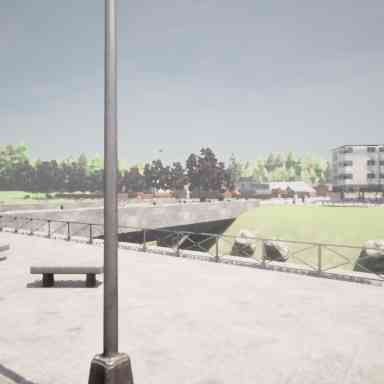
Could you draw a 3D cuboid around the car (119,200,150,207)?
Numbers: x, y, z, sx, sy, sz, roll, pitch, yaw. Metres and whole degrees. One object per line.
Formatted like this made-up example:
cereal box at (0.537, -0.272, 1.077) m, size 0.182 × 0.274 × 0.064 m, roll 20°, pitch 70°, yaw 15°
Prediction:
car at (-7.045, 1.601, 38.833) m, size 1.895 × 1.301 × 4.718 m, roll 0°, pitch 0°, yaw 35°
